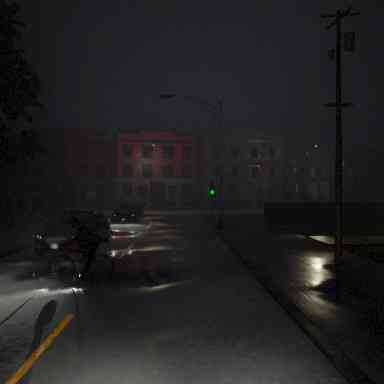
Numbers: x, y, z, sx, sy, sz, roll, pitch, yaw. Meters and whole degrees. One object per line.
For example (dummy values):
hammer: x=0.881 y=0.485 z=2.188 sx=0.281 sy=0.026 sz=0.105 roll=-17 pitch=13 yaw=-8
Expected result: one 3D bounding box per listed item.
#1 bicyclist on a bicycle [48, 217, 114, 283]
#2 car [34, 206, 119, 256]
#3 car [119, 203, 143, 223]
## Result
bicyclist on a bicycle: x=-2.803 y=1.452 z=8.386 sx=1.656 sy=1.620 sz=0.582 roll=-1 pitch=0 yaw=-2
car: x=-4.531 y=1.490 z=13.252 sx=2.128 sy=1.511 sz=4.902 roll=0 pitch=0 yaw=-2
car: x=-4.909 y=1.548 z=25.988 sx=2.033 sy=1.411 sz=5.357 roll=0 pitch=0 yaw=-2
